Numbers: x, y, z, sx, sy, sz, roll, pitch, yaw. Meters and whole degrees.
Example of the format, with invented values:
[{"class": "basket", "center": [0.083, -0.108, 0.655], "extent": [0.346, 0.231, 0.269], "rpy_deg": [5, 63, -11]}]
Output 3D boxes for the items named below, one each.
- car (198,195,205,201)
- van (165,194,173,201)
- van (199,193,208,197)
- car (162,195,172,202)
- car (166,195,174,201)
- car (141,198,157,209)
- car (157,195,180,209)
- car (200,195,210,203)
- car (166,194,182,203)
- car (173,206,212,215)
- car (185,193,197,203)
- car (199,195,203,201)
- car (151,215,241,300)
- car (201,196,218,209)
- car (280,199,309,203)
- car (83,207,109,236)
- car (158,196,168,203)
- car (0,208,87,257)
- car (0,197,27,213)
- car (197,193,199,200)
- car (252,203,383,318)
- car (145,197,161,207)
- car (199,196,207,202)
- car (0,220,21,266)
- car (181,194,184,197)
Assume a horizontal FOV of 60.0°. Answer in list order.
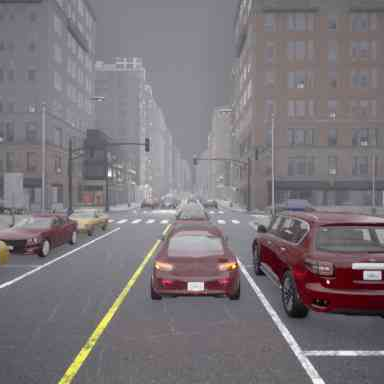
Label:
[{"class": "car", "center": [2.573, 1.598, 90.970], "extent": [1.947, 1.339, 4.313], "rpy_deg": [1, 0, 0]}, {"class": "van", "center": [-5.944, 1.370, 85.293], "extent": [1.690, 1.788, 3.998], "rpy_deg": [1, 0, 0]}, {"class": "van", "center": [2.608, 1.357, 62.604], "extent": [1.690, 1.788, 3.998], "rpy_deg": [1, 0, 0]}, {"class": "car", "center": [-5.938, 1.465, 79.620], "extent": [1.967, 1.590, 4.097], "rpy_deg": [1, 0, 0]}, {"class": "car", "center": [-5.952, 1.614, 90.965], "extent": [1.802, 1.307, 4.206], "rpy_deg": [1, 0, 0]}, {"class": "car", "center": [-5.901, 1.555, 45.583], "extent": [1.887, 1.381, 4.507], "rpy_deg": [1, 0, 0]}, {"class": "car", "center": [-3.135, 1.502, 45.495], "extent": [2.128, 1.511, 4.902], "rpy_deg": [0, 0, 1]}, {"class": "car", "center": [2.618, 1.594, 51.257], "extent": [1.802, 1.307, 4.206], "rpy_deg": [1, 0, 0]}, {"class": "car", "center": [-3.151, 1.561, 55.346], "extent": [2.033, 1.411, 5.357], "rpy_deg": [0, 0, 0]}, {"class": "car", "center": [0.043, 1.605, 17.446], "extent": [1.895, 1.301, 4.718], "rpy_deg": [0, 0, 0]}, {"class": "car", "center": [-0.002, 1.566, 70.871], "extent": [2.033, 1.411, 5.357], "rpy_deg": [0, 0, 0]}, {"class": "car", "center": [2.612, 1.596, 56.930], "extent": [1.802, 1.307, 4.206], "rpy_deg": [1, 0, 0]}, {"class": "car", "center": [0.076, 1.527, 8.268], "extent": [1.812, 1.442, 4.674], "rpy_deg": [0, 0, 0]}, {"class": "car", "center": [2.625, 1.592, 45.583], "extent": [1.802, 1.307, 4.206], "rpy_deg": [1, 0, 0]}, {"class": "car", "center": [9.547, 1.468, 32.819], "extent": [4.553, 1.767, 2.097], "rpy_deg": [1, -1, 0]}, {"class": "car", "center": [-5.870, 1.529, 18.393], "extent": [1.752, 1.417, 4.829], "rpy_deg": [1, 0, 0]}, {"class": "car", "center": [-5.927, 1.601, 68.274], "extent": [1.802, 1.307, 4.206], "rpy_deg": [1, 0, 0]}, {"class": "car", "center": [-5.864, 1.547, 12.938], "extent": [1.887, 1.381, 4.507], "rpy_deg": [1, 0, 0]}, {"class": "car", "center": [-17.294, 1.198, 29.740], "extent": [4.553, 1.767, 2.097], "rpy_deg": [1, -1, 0]}, {"class": "car", "center": [2.602, 1.334, 68.277], "extent": [2.192, 1.841, 5.009], "rpy_deg": [1, 0, 0]}, {"class": "car", "center": [2.670, 1.316, 7.315], "extent": [2.192, 1.841, 5.009], "rpy_deg": [1, 0, 0]}, {"class": "car", "center": [-5.907, 1.556, 51.256], "extent": [1.887, 1.381, 4.507], "rpy_deg": [1, 0, 0]}, {"class": "car", "center": [2.586, 1.607, 79.623], "extent": [1.802, 1.307, 4.206], "rpy_deg": [1, 0, 0]}, {"class": "car", "center": [-5.857, 1.527, 7.144], "extent": [1.752, 1.417, 4.829], "rpy_deg": [1, 0, 0]}, {"class": "car", "center": [-3.105, 1.565, 65.774], "extent": [2.033, 1.411, 5.357], "rpy_deg": [0, 0, 1]}]
